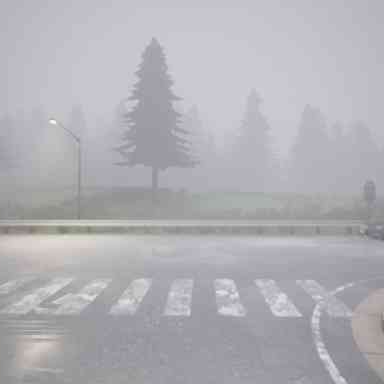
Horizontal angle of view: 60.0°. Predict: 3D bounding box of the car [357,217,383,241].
[{"bbox_3d":[9.853,1.447,14.431,4.902,1.511,2.128,0,0,1],"label":"car"}]
